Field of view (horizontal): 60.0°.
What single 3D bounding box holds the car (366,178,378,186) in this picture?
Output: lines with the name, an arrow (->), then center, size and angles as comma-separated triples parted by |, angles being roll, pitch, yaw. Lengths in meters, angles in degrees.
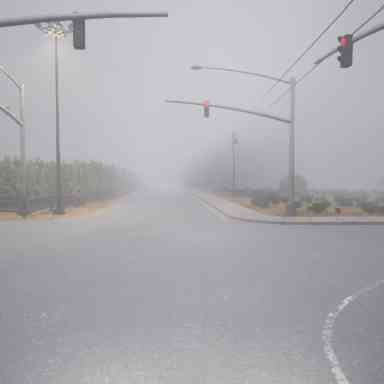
car -> 42.135, -2.247, 77.561 | 1.905, 1.878, 3.866 | 10, 10, 41
